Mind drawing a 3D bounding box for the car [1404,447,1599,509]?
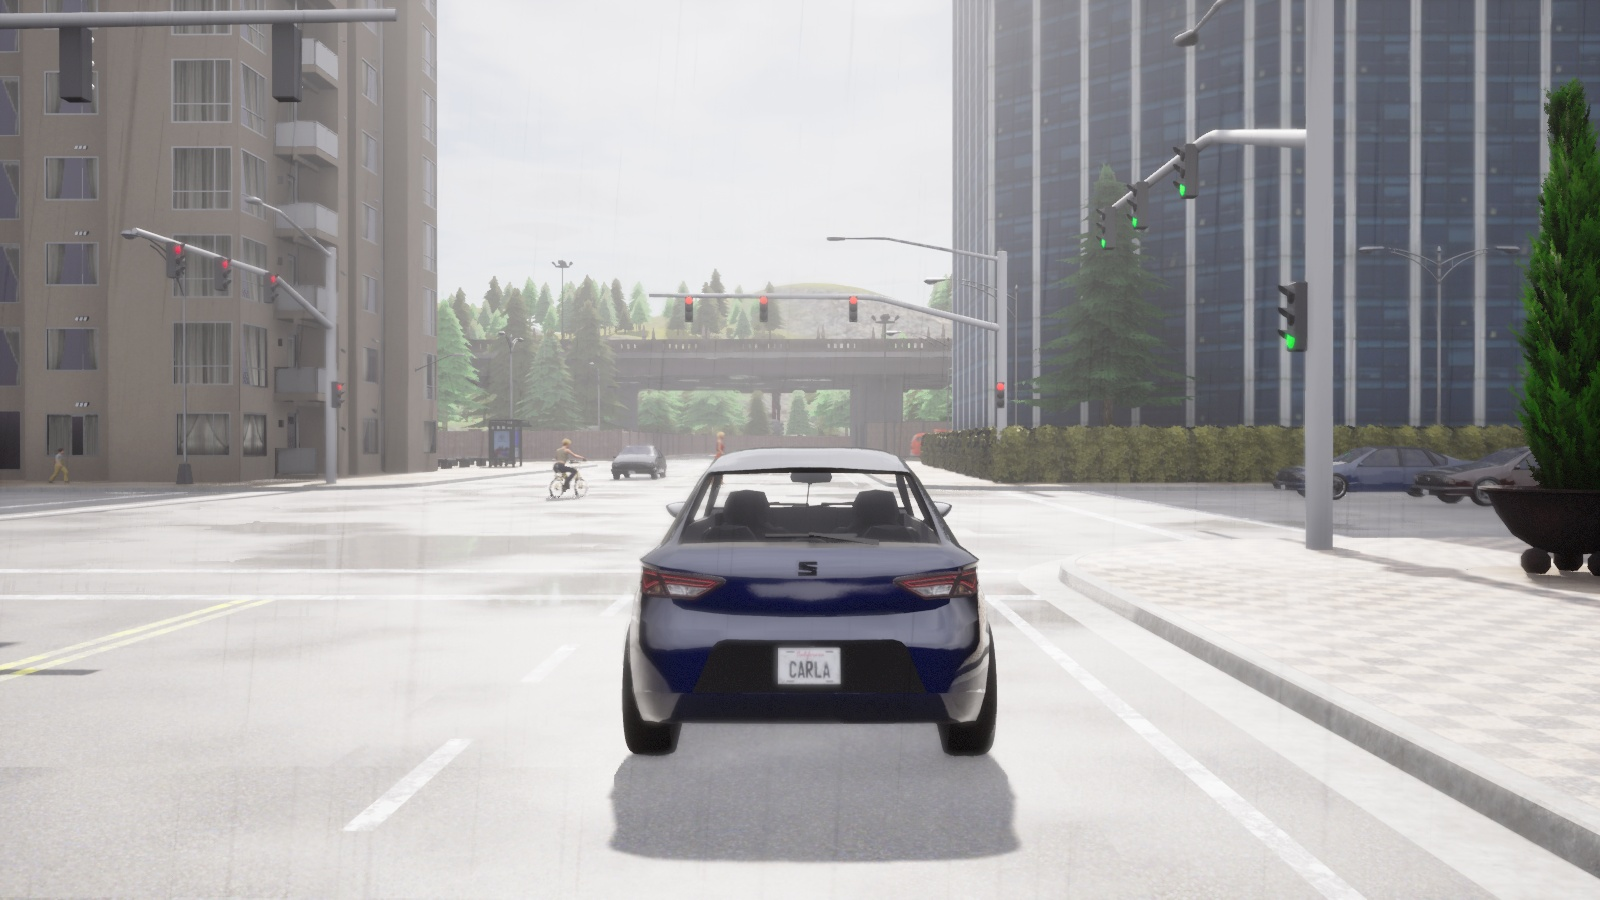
[{"bbox_3d":[17.599,0.639,29.991,5.357,1.411,2.033,0,0,0],"label":"car"}]

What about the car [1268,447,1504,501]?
[{"bbox_3d":[15.528,0.617,33.483,5.357,1.411,2.033,0,0,0],"label":"car"}]

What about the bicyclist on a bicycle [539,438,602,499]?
[{"bbox_3d":[-6.179,0.487,33.878,0.866,1.612,1.509,-1,0,32],"label":"bicyclist on a bicycle"}]

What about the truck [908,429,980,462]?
[{"bbox_3d":[11.117,-0.328,97.411,5.204,2.467,2.627,1,-1,-1],"label":"truck"}]

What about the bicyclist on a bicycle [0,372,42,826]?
[{"bbox_3d":[-3.463,0.590,4.253,0.659,1.776,1.843,0,1,0],"label":"bicyclist on a bicycle"}]

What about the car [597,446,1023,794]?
[{"bbox_3d":[0.054,0.718,7.450,1.816,1.474,4.193,0,0,0],"label":"car"}]

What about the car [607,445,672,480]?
[{"bbox_3d":[-6.708,0.490,52.943,2.033,1.411,5.357,0,0,0],"label":"car"}]

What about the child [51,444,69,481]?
[{"bbox_3d":[-25.092,0.425,42.567,0.437,1.263,0.270,0,0,1],"label":"child"}]
